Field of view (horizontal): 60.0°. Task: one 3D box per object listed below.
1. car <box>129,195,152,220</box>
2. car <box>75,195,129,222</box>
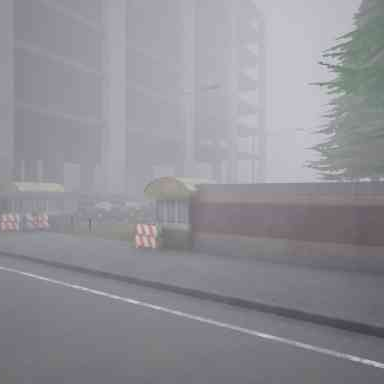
[{"bbox_3d":[-5.170,1.168,26.882,3.866,1.878,1.905,0,0,35],"label":"car"},{"bbox_3d":[-6.853,1.169,24.470,3.866,1.878,1.905,0,0,35],"label":"car"}]
